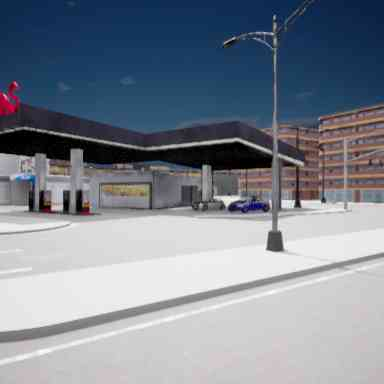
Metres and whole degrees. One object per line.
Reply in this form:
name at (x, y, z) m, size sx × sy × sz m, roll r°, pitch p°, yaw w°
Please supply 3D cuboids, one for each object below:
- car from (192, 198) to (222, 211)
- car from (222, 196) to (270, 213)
car at (1.899, 1.411, 38.334) m, size 3.806 × 1.475 × 1.970 m, roll 0°, pitch 0°, yaw -35°
car at (5.856, 1.251, 34.099) m, size 4.611 × 1.667 × 2.242 m, roll 0°, pitch 0°, yaw -35°
